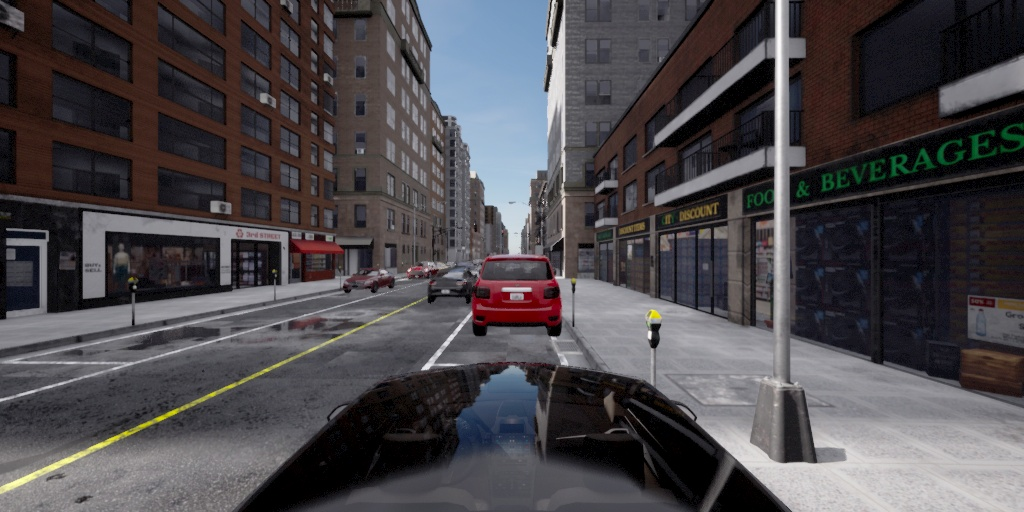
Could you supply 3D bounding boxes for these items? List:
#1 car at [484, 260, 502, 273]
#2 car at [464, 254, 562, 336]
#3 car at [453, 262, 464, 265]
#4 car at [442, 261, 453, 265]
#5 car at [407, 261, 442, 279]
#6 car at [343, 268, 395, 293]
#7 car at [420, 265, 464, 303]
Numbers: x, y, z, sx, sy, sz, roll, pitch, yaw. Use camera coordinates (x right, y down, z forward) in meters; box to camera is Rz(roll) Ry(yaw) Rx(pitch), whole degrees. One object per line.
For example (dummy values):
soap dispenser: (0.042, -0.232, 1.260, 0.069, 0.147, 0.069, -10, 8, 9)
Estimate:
car: (-2.202, 1.273, 43.254, 1.812, 1.442, 4.674, 0, 0, 1)
car: (0.156, 0.978, 10.490, 2.150, 2.045, 5.566, 0, 0, 1)
car: (-5.112, 1.295, 38.505, 2.033, 1.411, 5.357, 0, 0, 1)
car: (-7.714, 1.272, 36.886, 1.751, 1.417, 4.829, 0, 0, 1)
car: (-7.815, 1.187, 31.540, 1.967, 1.591, 4.097, 0, 0, 1)
car: (-8.025, 1.330, 20.504, 1.802, 1.307, 4.207, 0, 0, 1)
car: (-2.608, 1.275, 16.545, 1.812, 1.442, 4.674, 0, -1, 1)
